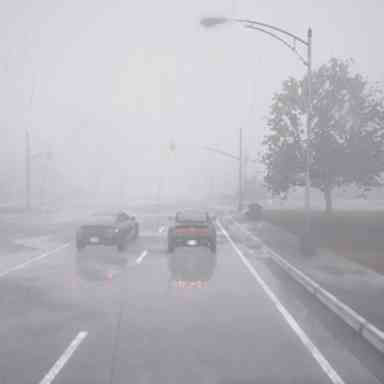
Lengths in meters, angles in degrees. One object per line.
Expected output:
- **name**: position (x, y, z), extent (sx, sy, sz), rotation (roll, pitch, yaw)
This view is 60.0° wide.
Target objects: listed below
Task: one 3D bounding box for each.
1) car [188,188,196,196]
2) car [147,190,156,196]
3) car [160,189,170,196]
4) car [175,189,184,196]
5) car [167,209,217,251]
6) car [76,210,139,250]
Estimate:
- **car**: position (0.015, -0.062, 88.405), extent (2.150, 2.045, 5.566), rotation (0, -1, 0)
- **car**: position (-10.486, 0.261, 86.311), extent (1.994, 1.385, 4.181), rotation (0, -1, 0)
- **car**: position (-6.986, 0.064, 86.343), extent (2.097, 1.767, 4.553), rotation (0, -1, 0)
- **car**: position (-3.485, 0.067, 88.344), extent (2.097, 1.767, 4.553), rotation (0, -1, 0)
- **car**: position (0.007, 1.482, 14.142), extent (1.837, 1.490, 4.892), rotation (0, 1, 0)
- **car**: position (-3.493, 1.500, 14.211), extent (1.812, 1.442, 4.674), rotation (0, 1, 0)
